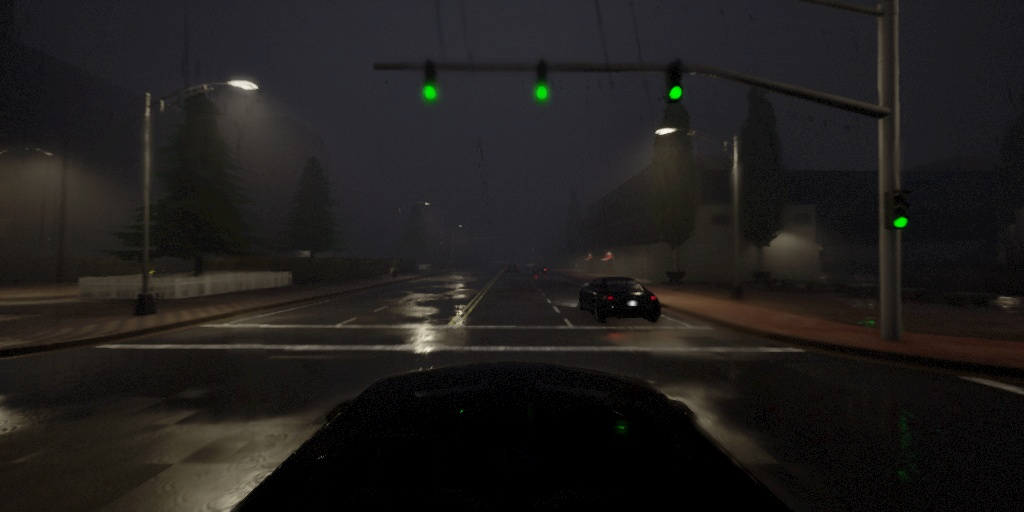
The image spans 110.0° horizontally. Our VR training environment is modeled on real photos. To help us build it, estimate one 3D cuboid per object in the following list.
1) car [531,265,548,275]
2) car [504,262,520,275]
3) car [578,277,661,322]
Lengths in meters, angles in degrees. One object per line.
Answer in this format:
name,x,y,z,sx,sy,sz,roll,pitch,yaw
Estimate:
car,3.513,1.760,46.806,1.895,1.301,4.718,0,-1,0
car,0.013,1.727,47.151,1.994,1.385,4.181,0,-1,0
car,3.603,1.413,12.721,1.994,1.385,4.181,0,-1,0
